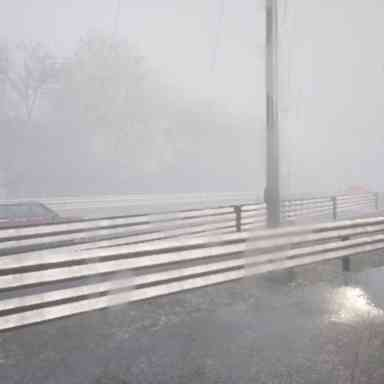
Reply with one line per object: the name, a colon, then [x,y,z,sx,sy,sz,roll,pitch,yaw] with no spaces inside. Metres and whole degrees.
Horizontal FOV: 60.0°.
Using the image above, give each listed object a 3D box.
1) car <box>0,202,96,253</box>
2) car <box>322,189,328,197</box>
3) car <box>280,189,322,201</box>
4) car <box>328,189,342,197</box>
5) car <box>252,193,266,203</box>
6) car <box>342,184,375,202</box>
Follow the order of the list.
car: [-5.519,1.091,11.098,2.097,1.767,4.553,0,1,41]
car: [19.396,0.230,50.088,1.882,1.535,5.008,0,1,41]
car: [11.843,0.636,36.076,2.033,1.411,5.357,0,1,41]
car: [21.612,0.314,47.288,2.033,1.411,5.357,0,1,41]
car: [8.905,0.699,38.039,1.895,1.301,4.718,0,1,41]
car: [20.675,0.098,40.760,2.150,2.045,5.566,0,1,42]
